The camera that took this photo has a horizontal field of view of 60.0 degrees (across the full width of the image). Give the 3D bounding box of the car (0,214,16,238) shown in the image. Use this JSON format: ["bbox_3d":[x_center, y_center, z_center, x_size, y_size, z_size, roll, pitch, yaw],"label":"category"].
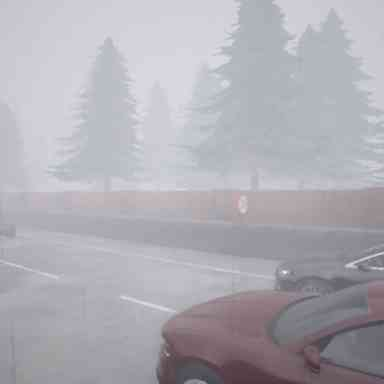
[{"bbox_3d":[-10.838,1.660,17.137,4.181,1.385,1.994,0,0,39],"label":"car"}]

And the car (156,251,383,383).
[{"bbox_3d":[1.938,1.489,2.689,5.008,1.535,1.882,0,0,36],"label":"car"}]

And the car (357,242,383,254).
[{"bbox_3d":[3.858,1.515,5.624,4.902,1.511,2.128,0,0,36],"label":"car"}]
